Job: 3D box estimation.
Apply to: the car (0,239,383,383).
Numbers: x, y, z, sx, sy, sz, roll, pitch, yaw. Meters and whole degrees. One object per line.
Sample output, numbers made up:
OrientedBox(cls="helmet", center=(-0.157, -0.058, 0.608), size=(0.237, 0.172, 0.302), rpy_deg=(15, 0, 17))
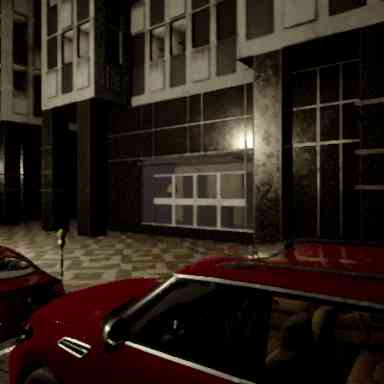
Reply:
OrientedBox(cls="car", center=(0.701, 1.314, 2.468), size=(5.009, 1.841, 2.192), rpy_deg=(0, 0, 36))
